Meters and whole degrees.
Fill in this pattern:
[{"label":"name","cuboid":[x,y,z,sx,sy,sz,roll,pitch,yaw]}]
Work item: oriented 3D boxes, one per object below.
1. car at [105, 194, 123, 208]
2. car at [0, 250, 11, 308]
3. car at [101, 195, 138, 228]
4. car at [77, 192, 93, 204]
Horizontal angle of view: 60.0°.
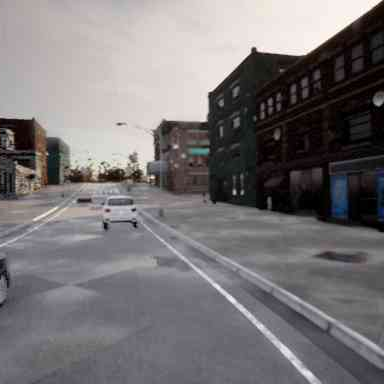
[{"label":"car","cuboid":[-9.849,1.066,41.592,2.033,1.411,5.357,-1,3,-15]},{"label":"car","cuboid":[-4.403,1.576,5.129,1.837,1.490,4.892,-1,0,-11]},{"label":"car","cuboid":[-5.026,1.261,23.009,2.150,2.045,5.566,-1,1,-15]},{"label":"car","cuboid":[-14.753,0.781,45.838,1.882,1.535,5.008,-1,3,-14]}]
